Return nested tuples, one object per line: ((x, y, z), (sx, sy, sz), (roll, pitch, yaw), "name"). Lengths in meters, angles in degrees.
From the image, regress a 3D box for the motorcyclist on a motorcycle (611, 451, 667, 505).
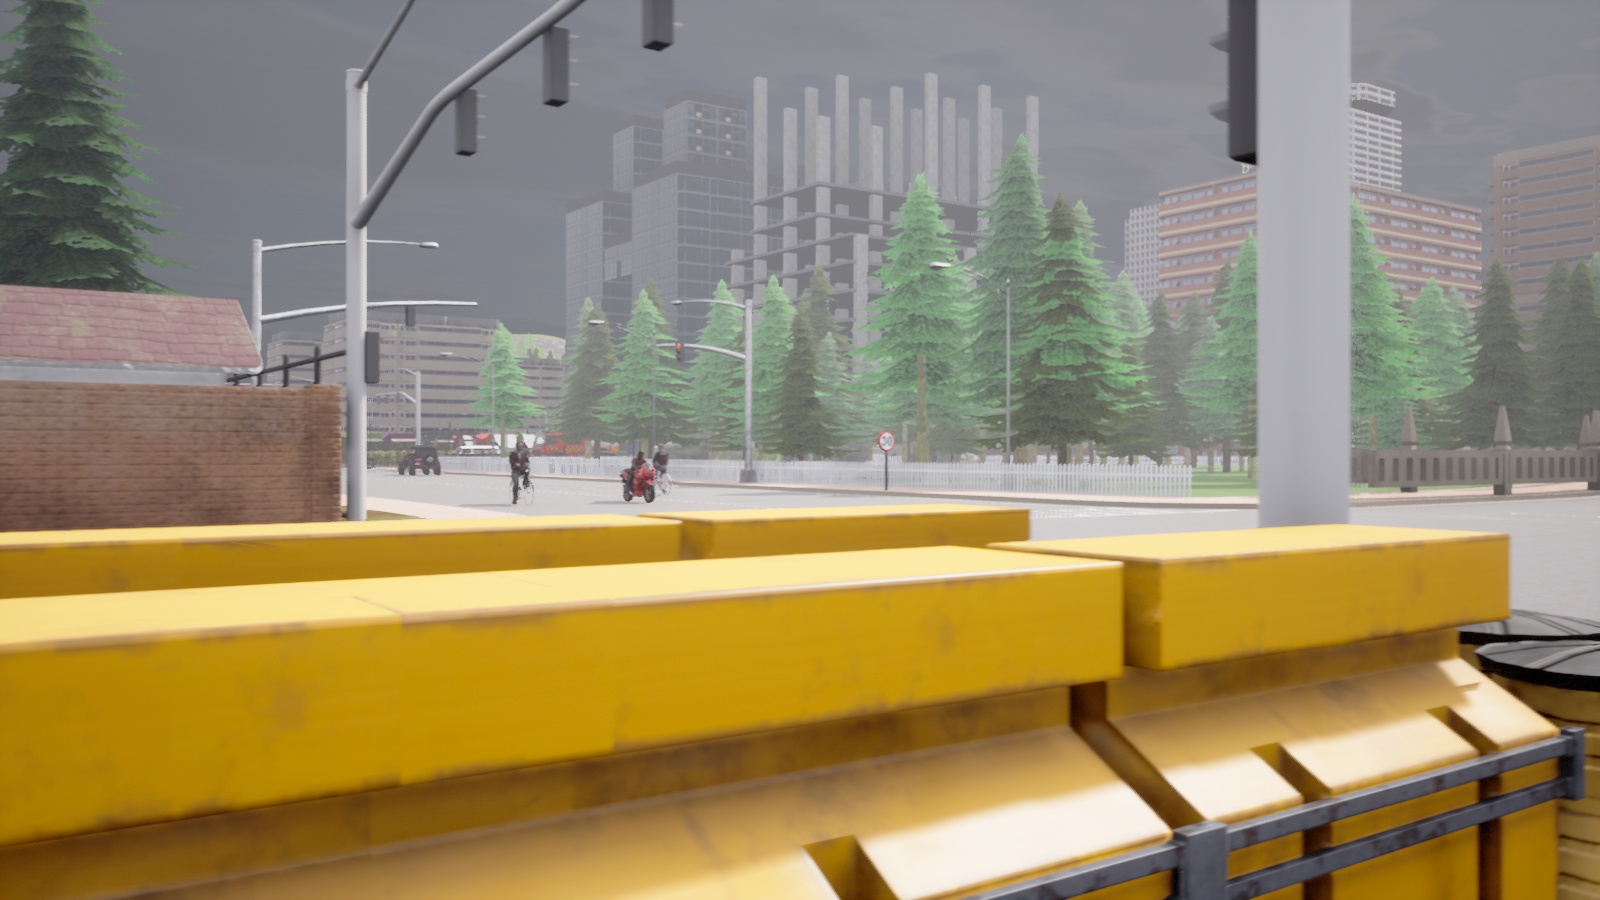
((-4.664, 0.786, 36.230), (0.797, 1.523, 2.044), (0, 0, -33), "motorcyclist on a motorcycle")

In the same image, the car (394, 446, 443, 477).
((-23.889, 0.724, 78.585), (1.905, 1.878, 3.866), (0, 0, -33), "car")

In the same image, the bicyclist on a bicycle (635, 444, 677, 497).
((-4.955, 0.683, 43.090), (0.659, 1.776, 1.843), (0, 0, -33), "bicyclist on a bicycle")

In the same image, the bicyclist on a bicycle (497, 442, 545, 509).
((-7.649, 0.684, 34.394), (0.659, 1.776, 1.843), (0, 0, -33), "bicyclist on a bicycle")
